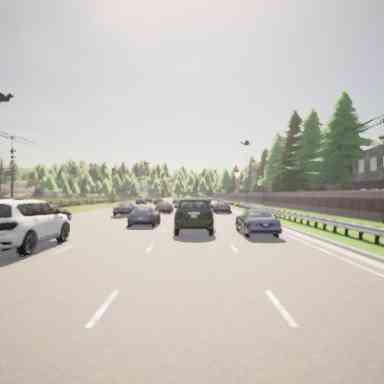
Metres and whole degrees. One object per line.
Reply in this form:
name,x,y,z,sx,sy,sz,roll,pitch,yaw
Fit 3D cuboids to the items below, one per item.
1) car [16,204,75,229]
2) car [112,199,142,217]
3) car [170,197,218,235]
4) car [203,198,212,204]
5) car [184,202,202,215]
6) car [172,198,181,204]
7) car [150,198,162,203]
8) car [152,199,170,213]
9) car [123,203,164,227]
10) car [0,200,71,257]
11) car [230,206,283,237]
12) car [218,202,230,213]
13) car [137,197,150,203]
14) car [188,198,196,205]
car,-10.393,1.660,24.102,2.128,1.511,4.902,0,0,0
car,-6.890,1.790,34.682,2.033,1.411,5.357,0,0,0
car,0.106,1.360,19.737,2.150,2.045,5.566,0,0,0
car,3.522,2.029,75.855,1.837,1.490,4.892,0,0,0
car,0.110,1.870,38.582,1.895,1.301,4.718,0,0,0
car,-3.478,2.084,76.273,1.994,1.385,4.181,0,0,0
car,-6.980,1.979,69.608,1.837,1.490,4.892,0,0,0
car,-3.388,1.848,40.671,1.994,1.385,4.181,0,0,0
car,-3.393,1.732,24.066,1.994,1.385,4.181,0,0,0
car,-6.896,1.316,13.540,2.150,2.045,5.566,0,0,0
car,3.605,1.679,18.754,2.033,1.411,5.357,0,0,0
car,3.612,1.848,40.741,1.994,1.385,4.181,0,0,0
car,-10.480,1.969,68.359,1.837,1.490,4.892,0,0,0
car,0.021,2.014,73.772,1.837,1.490,4.892,0,0,0
